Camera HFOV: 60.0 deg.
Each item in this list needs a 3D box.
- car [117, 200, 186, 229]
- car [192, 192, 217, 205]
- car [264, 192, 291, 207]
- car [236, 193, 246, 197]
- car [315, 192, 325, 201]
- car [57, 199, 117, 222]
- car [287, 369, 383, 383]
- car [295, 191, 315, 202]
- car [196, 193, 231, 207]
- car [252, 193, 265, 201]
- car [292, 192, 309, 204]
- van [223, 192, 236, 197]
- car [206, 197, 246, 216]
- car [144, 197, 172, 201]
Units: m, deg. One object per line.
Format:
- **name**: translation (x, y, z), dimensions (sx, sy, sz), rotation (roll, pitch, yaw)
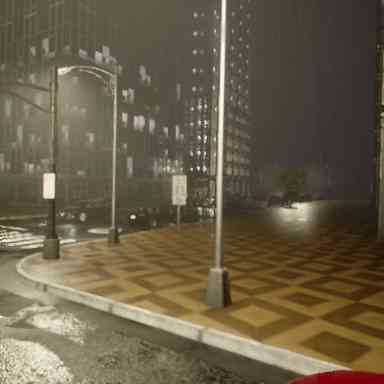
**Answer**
- **car**: translation (-2.379, 1.472, 21.078), dimensions (1.947, 1.339, 4.313), rotation (2, 1, 30)
- **car**: translation (1.681, 0.991, 44.682), dimensions (1.967, 1.590, 4.097), rotation (2, 1, 30)
- **car**: translation (11.847, 1.169, 45.489), dimensions (1.967, 1.590, 4.097), rotation (2, 1, 30)
- **car**: translation (7.375, 0.919, 54.454), dimensions (1.967, 1.590, 4.097), rotation (2, 1, 30)
- **car**: translation (26.068, 1.132, 69.905), dimensions (1.802, 1.307, 4.206), rotation (2, 1, 30)
- **car**: translation (-7.357, 1.262, 24.043), dimensions (1.837, 1.490, 4.892), rotation (2, 1, 30)
- **car**: translation (2.246, 1.589, 1.258), dimensions (4.206, 1.307, 1.802), rotation (0, 1, 36)
- **car**: translation (20.381, 1.062, 60.137), dimensions (1.967, 1.590, 4.097), rotation (2, 1, 30)
- **car**: translation (2.752, 1.157, 41.383), dimensions (1.812, 1.442, 4.674), rotation (2, 1, 31)
- **car**: translation (13.066, 0.953, 64.228), dimensions (1.887, 1.381, 4.507), rotation (2, 1, 30)
- **car**: translation (17.621, 1.182, 55.403), dimensions (1.752, 1.417, 4.829), rotation (2, 1, 30)
- **van**: translation (4.530, 0.856, 49.566), dimensions (1.690, 1.788, 3.998), rotation (2, 1, 30)
- **car**: translation (3.310, 1.417, 30.844), dimensions (1.802, 1.307, 4.206), rotation (2, 1, 30)
- **car**: translation (-2.356, 1.259, 32.638), dimensions (1.994, 1.385, 4.181), rotation (2, 1, 30)
